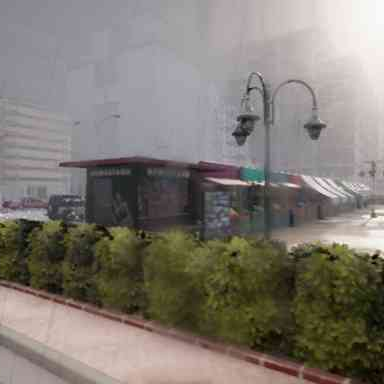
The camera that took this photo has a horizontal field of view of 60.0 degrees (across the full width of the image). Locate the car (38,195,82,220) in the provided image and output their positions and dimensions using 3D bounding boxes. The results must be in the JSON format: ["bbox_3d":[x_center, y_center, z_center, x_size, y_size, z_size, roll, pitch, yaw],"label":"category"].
[{"bbox_3d":[-8.511,1.133,23.857,1.905,1.878,3.866,0,0,34],"label":"car"}]

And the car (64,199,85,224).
[{"bbox_3d":[-6.118,1.376,22.228,1.970,1.475,3.806,0,0,34],"label":"car"}]
